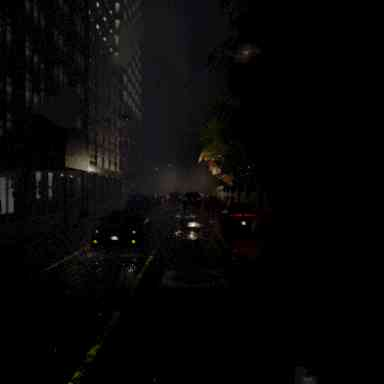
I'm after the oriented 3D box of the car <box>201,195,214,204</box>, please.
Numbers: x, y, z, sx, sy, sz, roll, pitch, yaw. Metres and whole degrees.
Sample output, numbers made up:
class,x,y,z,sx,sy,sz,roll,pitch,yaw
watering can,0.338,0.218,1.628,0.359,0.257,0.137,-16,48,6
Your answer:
class,x,y,z,sx,sy,sz,roll,pitch,yaw
car,2.564,1.275,54.513,1.947,1.339,4.313,0,0,0

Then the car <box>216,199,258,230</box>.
class,x,y,z,sx,sy,sz,roll,pitch,yaw
car,2.749,1.401,20.119,1.837,1.490,4.892,0,0,0

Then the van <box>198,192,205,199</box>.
class,x,y,z,sx,sy,sz,roll,pitch,yaw
van,2.563,0.859,87.783,1.690,1.788,3.998,0,0,0

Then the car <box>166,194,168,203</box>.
class,x,y,z,sx,sy,sz,roll,pitch,yaw
car,-5.317,1.236,54.347,1.752,1.417,4.829,0,0,0

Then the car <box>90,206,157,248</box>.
class,x,y,z,sx,sy,sz,roll,pitch,yaw
car,-2.851,1.491,14.158,1.994,1.385,4.181,0,0,0

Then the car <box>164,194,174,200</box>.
class,x,y,z,sx,sy,sz,roll,pitch,yaw
car,-5.317,1.127,76.696,1.887,1.381,4.507,0,0,0

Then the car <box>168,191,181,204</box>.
class,x,y,z,sx,sy,sz,roll,pitch,yaw
car,-2.802,0.915,56.916,2.150,2.045,5.566,0,1,1

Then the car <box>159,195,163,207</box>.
class,x,y,z,sx,sy,sz,roll,pitch,yaw
car,-5.316,1.211,43.427,1.967,1.590,4.097,0,0,0

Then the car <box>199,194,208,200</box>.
class,x,y,z,sx,sy,sz,roll,pitch,yaw
car,2.563,1.133,76.694,2.008,1.369,4.403,0,0,0

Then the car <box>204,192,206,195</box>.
class,x,y,z,sx,sy,sz,roll,pitch,yaw
car,2.564,1.211,43.422,1.967,1.590,4.097,0,0,0

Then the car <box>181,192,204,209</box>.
class,x,y,z,sx,sy,sz,roll,pitch,yaw
car,0.055,1.000,41.742,2.150,2.045,5.566,0,0,0

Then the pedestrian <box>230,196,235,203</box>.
class,x,y,z,sx,sy,sz,roll,pitch,yaw
pedestrian,2.749,1.174,23.065,0.375,1.860,0.375,0,0,0

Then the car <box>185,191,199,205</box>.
class,x,y,z,sx,sy,sz,roll,pitch,yaw
car,-0.002,0.932,54.222,2.150,2.045,5.566,0,0,0

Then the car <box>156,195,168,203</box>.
class,x,y,z,sx,sy,sz,roll,pitch,yaw
car,-5.317,1.260,60.062,1.802,1.307,4.206,0,0,0

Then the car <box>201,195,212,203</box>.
class,x,y,z,sx,sy,sz,roll,pitch,yaw
car,2.564,1.223,60.058,1.887,1.381,4.507,0,0,0

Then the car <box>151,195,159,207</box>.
class,x,y,z,sx,sy,sz,roll,pitch,yaw
car,-5.316,1.352,37.883,2.008,1.369,4.403,0,0,0

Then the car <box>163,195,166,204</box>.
class,x,y,z,sx,sy,sz,roll,pitch,yaw
car,-5.316,1.180,48.972,1.967,1.590,4.097,0,0,0

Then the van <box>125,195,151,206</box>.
class,x,y,z,sx,sy,sz,roll,pitch,yaw
van,-5.316,1.172,32.337,1.690,1.788,3.998,0,0,0

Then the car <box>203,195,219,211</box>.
class,x,y,z,sx,sy,sz,roll,pitch,yaw
car,2.564,1.346,37.878,1.887,1.381,4.507,0,0,0
